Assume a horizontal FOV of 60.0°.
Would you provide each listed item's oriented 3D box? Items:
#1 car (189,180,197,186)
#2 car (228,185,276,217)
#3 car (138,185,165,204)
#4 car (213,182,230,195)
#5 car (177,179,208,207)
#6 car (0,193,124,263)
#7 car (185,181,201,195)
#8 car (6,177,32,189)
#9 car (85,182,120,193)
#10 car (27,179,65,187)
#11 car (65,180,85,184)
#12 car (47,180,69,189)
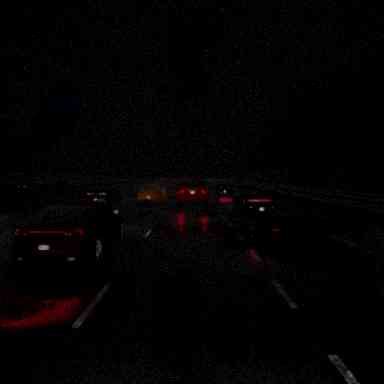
[{"bbox_3d":[0.150,-2.231,80.118,1.882,1.535,5.008,0,2,0],"label":"car"},{"bbox_3d":[3.636,0.549,19.705,2.128,1.511,4.902,0,3,0],"label":"car"},{"bbox_3d":[-3.348,0.105,28.293,1.882,1.535,5.008,0,3,0],"label":"car"},{"bbox_3d":[3.673,-0.445,39.568,1.837,1.490,4.892,0,3,0],"label":"car"},{"bbox_3d":[0.047,-0.008,25.496,2.150,2.045,5.566,0,3,0],"label":"car"},{"bbox_3d":[-3.382,1.001,10.069,1.882,1.535,5.008,0,3,0],"label":"car"},{"bbox_3d":[0.076,-0.553,41.164,1.882,1.535,5.008,0,3,0],"label":"car"},{"bbox_3d":[-27.936,-1.450,54.303,2.150,2.045,5.566,0,3,1],"label":"car"},{"bbox_3d":[-6.852,0.235,26.001,2.128,1.511,4.902,0,3,0],"label":"car"},{"bbox_3d":[-17.507,-0.481,40.248,1.837,1.490,4.892,0,3,0],"label":"car"},{"bbox_3d":[-20.905,-1.430,61.222,2.033,1.411,5.357,0,2,1],"label":"car"},{"bbox_3d":[-24.411,-1.464,60.804,2.128,1.511,4.902,0,3,1],"label":"car"}]
